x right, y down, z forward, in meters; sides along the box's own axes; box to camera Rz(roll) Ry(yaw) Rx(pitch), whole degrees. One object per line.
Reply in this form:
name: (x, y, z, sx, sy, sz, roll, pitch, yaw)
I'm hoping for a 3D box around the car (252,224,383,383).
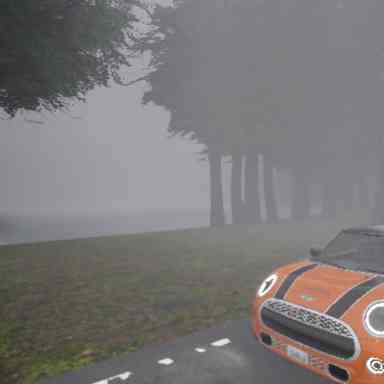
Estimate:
car: (3.087, 1.348, 5.278, 4.553, 1.767, 2.097, 0, 0, -36)
